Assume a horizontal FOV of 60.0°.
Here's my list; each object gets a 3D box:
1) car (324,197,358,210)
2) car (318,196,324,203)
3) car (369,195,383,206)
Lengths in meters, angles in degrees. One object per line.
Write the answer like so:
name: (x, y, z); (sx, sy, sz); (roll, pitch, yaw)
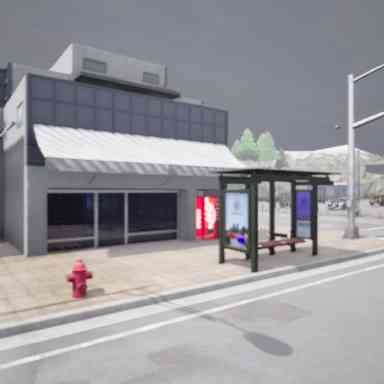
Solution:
car: (18.306, 1.407, 40.361); (3.806, 1.475, 1.970); (0, 0, -36)
car: (23.567, 1.465, 63.508); (4.514, 1.523, 2.007); (0, 0, -36)
car: (30.253, 1.264, 52.974); (4.605, 1.855, 1.932); (0, 0, -36)
